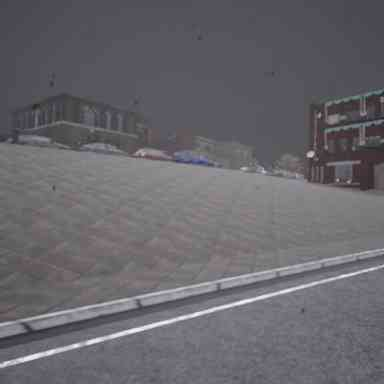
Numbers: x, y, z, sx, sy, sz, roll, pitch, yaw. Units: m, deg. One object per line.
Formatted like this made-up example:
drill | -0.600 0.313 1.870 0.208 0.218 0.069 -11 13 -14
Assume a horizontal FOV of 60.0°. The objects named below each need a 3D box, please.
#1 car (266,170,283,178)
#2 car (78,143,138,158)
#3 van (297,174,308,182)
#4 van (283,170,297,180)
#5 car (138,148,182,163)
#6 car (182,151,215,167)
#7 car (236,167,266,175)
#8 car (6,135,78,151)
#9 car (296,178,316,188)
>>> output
car | 11.205 -2.401 49.468 2.002 1.452 4.674 1 -2 40
car | -7.673 -3.412 29.057 4.892 1.521 2.231 2 -1 -44
van | 18.240 -2.123 58.193 1.878 1.987 4.442 1 -2 38
van | 14.825 -2.402 53.842 1.878 1.987 4.442 1 -2 40
car | -3.679 -3.385 33.034 4.553 1.767 2.185 2 -1 -45
car | 0.225 -3.336 37.065 2.435 2.045 5.566 1 -1 44
car | 7.613 -2.638 45.253 2.002 1.452 4.674 1 -2 41
car | -11.599 -3.503 25.319 4.674 1.452 2.002 2 -1 -42
car | 21.519 -1.579 62.534 2.163 1.488 4.792 1 -3 37
